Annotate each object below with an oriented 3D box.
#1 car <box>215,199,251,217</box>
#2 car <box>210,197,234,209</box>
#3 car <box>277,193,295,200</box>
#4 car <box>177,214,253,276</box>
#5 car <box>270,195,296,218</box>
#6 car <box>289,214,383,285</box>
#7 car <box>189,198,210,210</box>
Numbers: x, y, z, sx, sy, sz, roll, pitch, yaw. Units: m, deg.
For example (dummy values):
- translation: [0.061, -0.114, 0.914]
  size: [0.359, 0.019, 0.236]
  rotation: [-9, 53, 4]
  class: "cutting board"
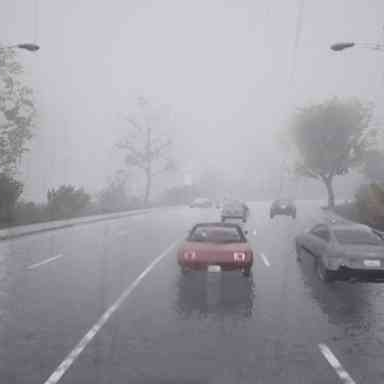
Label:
- translation: [3.459, 1.508, 25.854]
  size: [2.033, 1.411, 5.357]
  rotation: [0, 0, 14]
  class: "car"
- translation: [4.320, 1.421, 40.807]
  size: [2.128, 1.511, 4.902]
  rotation: [0, 0, 21]
  class: "car"
- translation: [21.989, 1.041, 77.491]
  size: [2.128, 1.511, 4.902]
  rotation: [0, 0, 40]
  class: "car"
- translation: [0.794, 1.583, 10.321]
  size: [1.895, 1.301, 4.718]
  rotation: [0, 0, 6]
  class: "car"
- translation: [8.200, 1.318, 29.843]
  size: [2.097, 1.767, 4.553]
  rotation: [0, 0, 16]
  class: "car"
- translation: [4.232, 1.555, 9.444]
  size: [1.994, 1.385, 4.181]
  rotation: [0, 0, 6]
  class: "car"
- translation: [1.228, 1.441, 42.517]
  size: [1.812, 1.442, 4.674]
  rotation: [0, 0, 22]
  class: "car"
